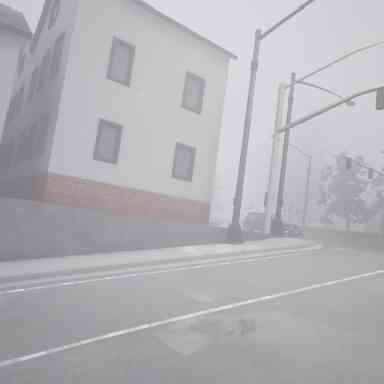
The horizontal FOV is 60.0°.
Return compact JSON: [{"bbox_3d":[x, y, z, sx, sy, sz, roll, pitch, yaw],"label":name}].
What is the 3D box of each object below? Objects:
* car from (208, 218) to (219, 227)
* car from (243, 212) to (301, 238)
[{"bbox_3d":[0.868,3.300,38.114,2.033,1.411,5.357,12,-7,-35],"label":"car"},{"bbox_3d":[7.002,2.955,29.617,2.150,2.045,5.566,12,-7,-35],"label":"car"}]
